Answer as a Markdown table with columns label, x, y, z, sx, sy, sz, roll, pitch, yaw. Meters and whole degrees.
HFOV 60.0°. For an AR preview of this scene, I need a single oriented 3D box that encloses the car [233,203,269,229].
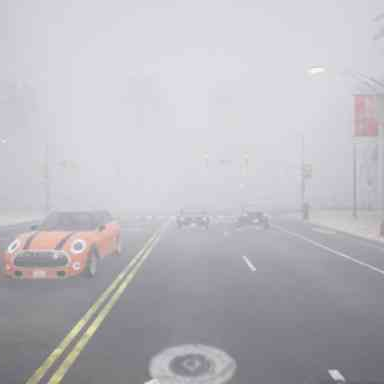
| label | x | y | z | sx | sy | sz | roll | pitch | yaw |
| --- | --- | --- | --- | --- | --- | --- | --- | --- | --- |
| car | 3.644 | 1.442 | 20.963 | 1.812 | 1.442 | 4.674 | 0 | 0 | 2 |

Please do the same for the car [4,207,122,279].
| label | x | y | z | sx | sy | sz | roll | pitch | yaw |
| --- | --- | --- | --- | --- | --- | --- | --- | --- | --- |
| car | -3.553 | 1.310 | 10.012 | 2.097 | 1.767 | 4.553 | 0 | 0 | 0 |

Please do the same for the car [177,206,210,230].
| label | x | y | z | sx | sy | sz | roll | pitch | yaw |
| --- | --- | --- | --- | --- | --- | --- | --- | --- | --- |
| car | 0.091 | 1.518 | 20.568 | 1.895 | 1.301 | 4.718 | 0 | 0 | 1 |
